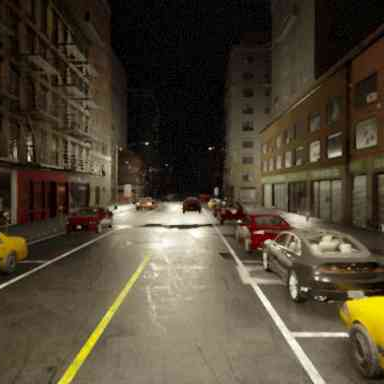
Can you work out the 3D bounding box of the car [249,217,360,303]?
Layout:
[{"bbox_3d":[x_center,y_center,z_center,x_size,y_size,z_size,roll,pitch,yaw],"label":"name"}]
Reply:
[{"bbox_3d":[2.847,1.538,7.976,2.008,1.369,4.403,-1,0,0],"label":"car"}]

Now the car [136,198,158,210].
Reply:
[{"bbox_3d":[-5.690,1.405,40.954,1.967,1.590,4.097,-1,0,0],"label":"car"}]

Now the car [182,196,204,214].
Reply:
[{"bbox_3d":[-0.011,1.444,34.660,1.882,1.535,5.008,0,0,0],"label":"car"}]

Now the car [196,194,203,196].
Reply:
[{"bbox_3d":[-0.015,1.458,45.009,2.128,1.511,4.902,0,0,0],"label":"car"}]

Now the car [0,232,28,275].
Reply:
[{"bbox_3d":[-5.678,1.512,7.803,1.752,1.417,4.829,-1,0,0],"label":"car"}]

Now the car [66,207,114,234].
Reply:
[{"bbox_3d":[-5.682,1.520,18.967,1.887,1.381,4.507,-1,0,0],"label":"car"}]

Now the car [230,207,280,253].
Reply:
[{"bbox_3d":[2.845,1.526,13.473,1.887,1.381,4.507,-1,0,0],"label":"car"}]

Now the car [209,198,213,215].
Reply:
[{"bbox_3d":[2.838,1.408,29.963,1.967,1.590,4.097,-1,0,0],"label":"car"}]

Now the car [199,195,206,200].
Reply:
[{"bbox_3d":[2.825,1.524,90.254,1.752,1.417,4.829,-1,0,0],"label":"car"}]

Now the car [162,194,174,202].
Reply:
[{"bbox_3d":[-5.700,1.553,73.324,1.947,1.339,4.313,-1,0,0],"label":"car"}]

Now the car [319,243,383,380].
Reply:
[{"bbox_3d":[2.848,1.521,2.649,1.752,1.417,4.829,-1,0,0],"label":"car"}]

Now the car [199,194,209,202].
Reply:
[{"bbox_3d":[2.823,1.307,78.912,2.192,1.841,5.009,-1,0,0],"label":"car"}]

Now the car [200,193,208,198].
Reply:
[{"bbox_3d":[2.823,1.303,73.326,2.192,1.841,5.009,-1,0,0],"label":"car"}]

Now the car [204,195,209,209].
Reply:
[{"bbox_3d":[2.835,1.491,41.128,1.752,1.417,4.829,-1,0,0],"label":"car"}]

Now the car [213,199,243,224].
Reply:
[{"bbox_3d":[2.840,1.411,24.466,1.967,1.590,4.097,-1,0,0],"label":"car"}]

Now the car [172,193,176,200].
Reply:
[{"bbox_3d":[-5.703,1.520,84.326,1.752,1.417,4.829,-1,0,0],"label":"car"}]
